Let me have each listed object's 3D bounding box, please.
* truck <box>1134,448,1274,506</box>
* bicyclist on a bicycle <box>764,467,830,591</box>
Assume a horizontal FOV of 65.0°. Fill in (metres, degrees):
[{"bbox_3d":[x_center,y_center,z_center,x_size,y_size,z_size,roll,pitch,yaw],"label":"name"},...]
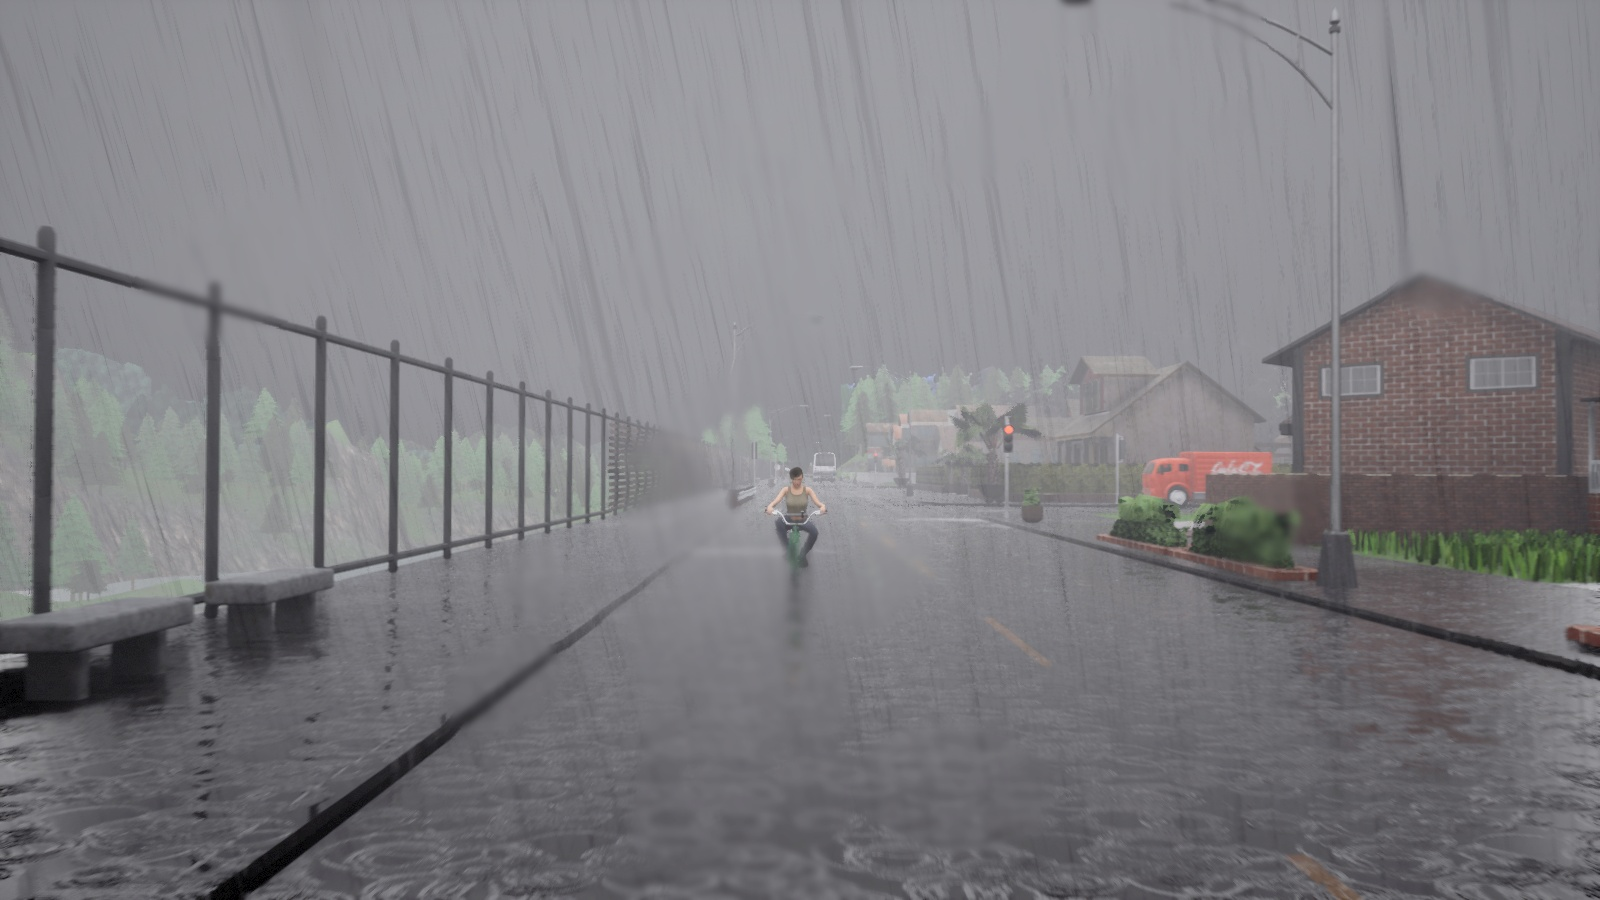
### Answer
[{"bbox_3d":[17.570,1.172,54.859,5.204,2.467,2.627,0,-1,0],"label":"truck"},{"bbox_3d":[-0.037,1.038,17.138,0.866,1.612,1.509,0,-1,0],"label":"bicyclist on a bicycle"}]
